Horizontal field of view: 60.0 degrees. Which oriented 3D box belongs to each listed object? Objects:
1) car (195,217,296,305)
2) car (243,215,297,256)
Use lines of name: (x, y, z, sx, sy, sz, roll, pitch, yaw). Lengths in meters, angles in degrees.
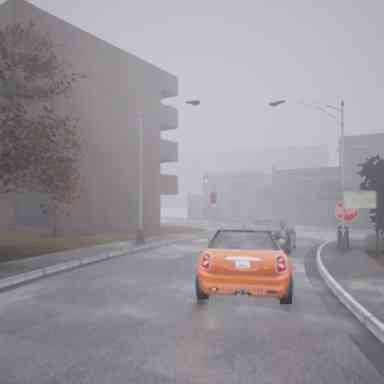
car: (1.468, 1.661, 9.041, 2.097, 1.767, 4.553, 0, -3, 11)
car: (4.296, 2.177, 17.684, 2.097, 1.767, 4.553, 0, -3, 22)
